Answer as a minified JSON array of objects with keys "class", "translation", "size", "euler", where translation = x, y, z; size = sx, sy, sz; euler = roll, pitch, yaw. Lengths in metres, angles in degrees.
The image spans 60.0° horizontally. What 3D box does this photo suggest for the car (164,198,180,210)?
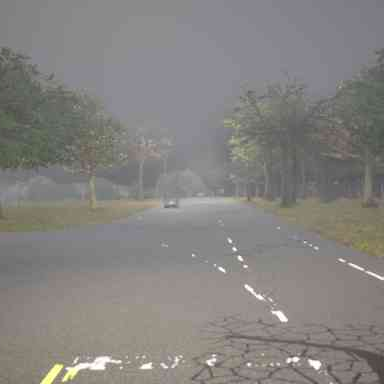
[{"class":"car","translation":[-2.514,1.491,42.945],"size":[2.033,1.411,5.357],"euler":[-1,1,2]}]
